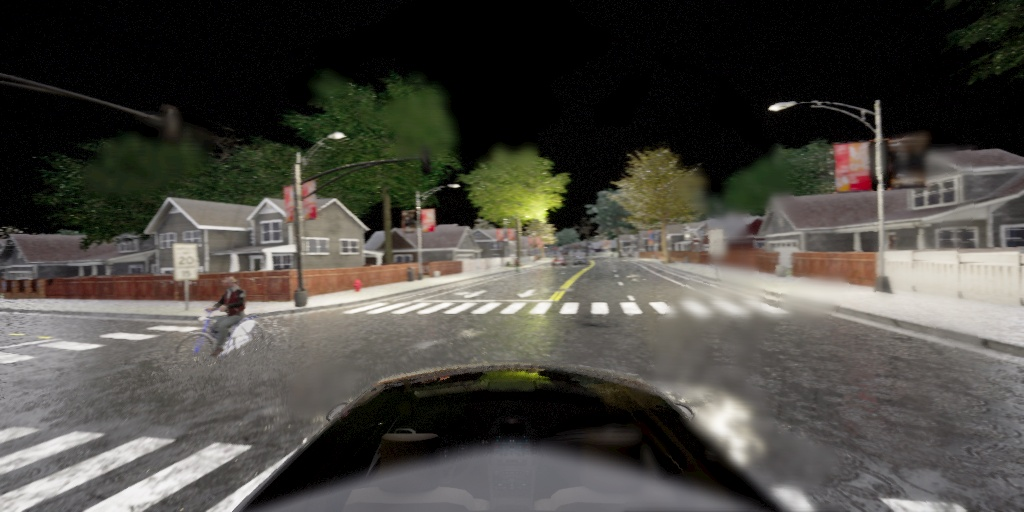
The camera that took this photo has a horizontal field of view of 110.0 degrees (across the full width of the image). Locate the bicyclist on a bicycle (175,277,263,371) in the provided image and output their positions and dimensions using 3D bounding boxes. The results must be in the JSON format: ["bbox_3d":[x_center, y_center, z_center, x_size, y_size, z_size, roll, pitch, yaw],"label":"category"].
[{"bbox_3d":[-6.004,1.323,7.436,0.659,1.776,1.843,-2,0,12],"label":"bicyclist on a bicycle"}]

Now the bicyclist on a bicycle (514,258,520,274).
[{"bbox_3d":[0.526,1.070,37.549,0.582,1.620,1.656,-2,1,12],"label":"bicyclist on a bicycle"}]

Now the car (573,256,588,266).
[{"bbox_3d":[10.501,0.763,54.610,1.994,1.385,4.181,-2,0,15],"label":"car"}]

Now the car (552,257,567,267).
[{"bbox_3d":[7.358,0.832,55.433,1.812,1.442,4.674,-2,0,15],"label":"car"}]
